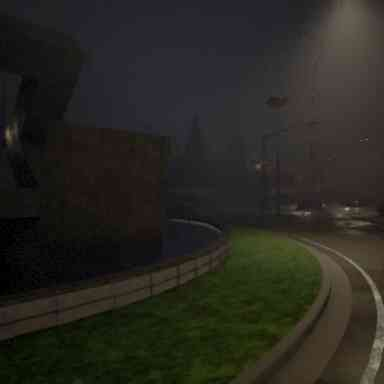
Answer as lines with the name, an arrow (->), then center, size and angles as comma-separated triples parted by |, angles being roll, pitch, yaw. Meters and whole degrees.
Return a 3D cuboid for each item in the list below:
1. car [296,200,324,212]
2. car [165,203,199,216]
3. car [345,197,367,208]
car -> 15.616, 1.822, 43.990 | 4.892, 1.490, 1.837 | 0, 0, -41
car -> -1.294, 1.946, 36.522 | 4.181, 1.385, 1.994 | -1, 0, 7
car -> 27.233, 1.690, 55.275 | 4.553, 1.767, 2.097 | 0, -1, -44
